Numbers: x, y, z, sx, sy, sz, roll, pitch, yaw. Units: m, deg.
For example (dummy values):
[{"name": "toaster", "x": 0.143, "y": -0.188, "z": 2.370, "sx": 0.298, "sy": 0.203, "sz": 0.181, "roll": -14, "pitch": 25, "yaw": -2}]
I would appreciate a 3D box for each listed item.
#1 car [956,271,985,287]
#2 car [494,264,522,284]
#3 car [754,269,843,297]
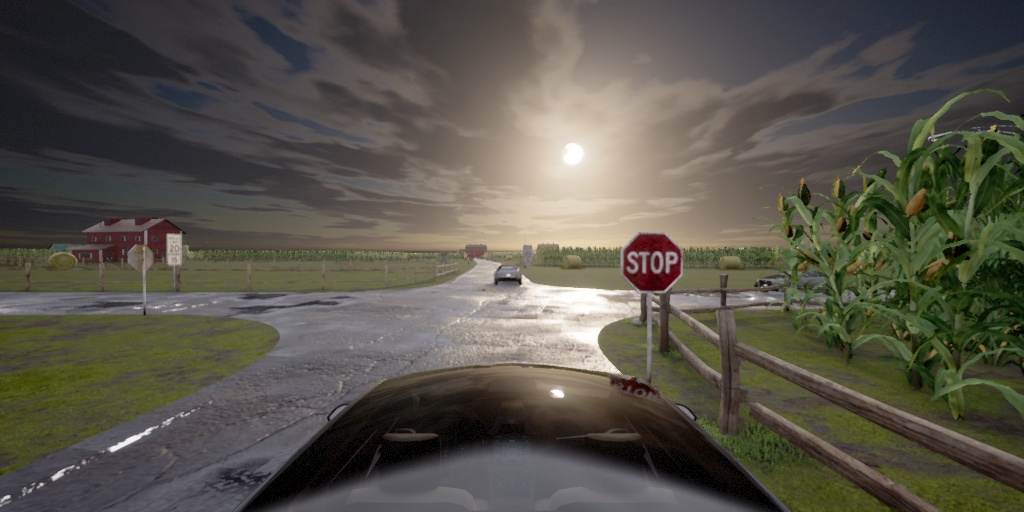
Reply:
[{"name": "car", "x": 25.528, "y": 1.435, "z": 20.909, "sx": 4.674, "sy": 1.442, "sz": 1.812, "roll": 0, "pitch": 1, "yaw": -8}, {"name": "car", "x": -0.310, "y": 1.320, "z": 26.966, "sx": 1.994, "sy": 1.385, "sz": 4.181, "roll": 0, "pitch": 0, "yaw": -2}, {"name": "car", "x": 15.643, "y": 1.409, "z": 19.583, "sx": 4.181, "sy": 1.385, "sz": 1.994, "roll": 0, "pitch": 1, "yaw": -7}]
